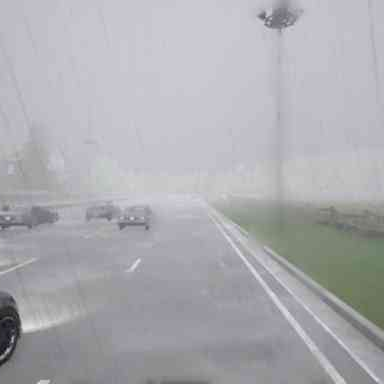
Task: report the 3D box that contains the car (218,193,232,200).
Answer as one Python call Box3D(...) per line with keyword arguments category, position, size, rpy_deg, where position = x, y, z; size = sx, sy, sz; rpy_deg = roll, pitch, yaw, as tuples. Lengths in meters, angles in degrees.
Box3D(category="car", position=(8.912, 1.228, 89.097), size=(3.866, 1.878, 1.905), rpy_deg=(0, 0, 0))

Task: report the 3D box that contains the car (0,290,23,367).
Box3D(category="car", position=(-3.417, 1.565, 3.078), size=(1.994, 1.385, 4.181), rpy_deg=(0, 0, 0))

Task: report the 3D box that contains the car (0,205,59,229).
Box3D(category="car", position=(-10.407, 1.550, 21.337), size=(2.033, 1.411, 5.357), rpy_deg=(0, 0, 0))

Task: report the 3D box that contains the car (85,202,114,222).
Box3D(category="car", position=(-6.905, 1.496, 26.271), size=(2.128, 1.511, 4.902), rpy_deg=(0, 0, 0))

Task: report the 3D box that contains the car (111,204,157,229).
Box3D(category="car", position=(-3.407, 1.551, 21.377), size=(2.033, 1.411, 5.357), rpy_deg=(0, 0, 0))
